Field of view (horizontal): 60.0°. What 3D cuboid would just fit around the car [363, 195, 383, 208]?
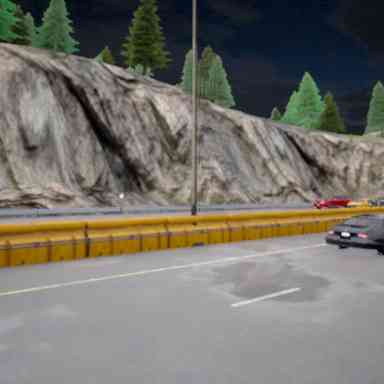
[{"bbox_3d":[23.560,1.351,39.731,5.566,2.045,2.150,0,0,-26],"label":"car"}]

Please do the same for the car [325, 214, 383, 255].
[{"bbox_3d":[7.609,1.590,13.485,5.357,1.411,2.033,0,0,-35],"label":"car"}]

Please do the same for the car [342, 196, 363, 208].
[{"bbox_3d":[22.222,1.611,42.949,5.008,1.535,1.882,0,0,-26],"label":"car"}]

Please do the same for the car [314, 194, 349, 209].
[{"bbox_3d":[19.212,1.351,45.393,5.566,2.045,2.150,0,0,-26],"label":"car"}]
